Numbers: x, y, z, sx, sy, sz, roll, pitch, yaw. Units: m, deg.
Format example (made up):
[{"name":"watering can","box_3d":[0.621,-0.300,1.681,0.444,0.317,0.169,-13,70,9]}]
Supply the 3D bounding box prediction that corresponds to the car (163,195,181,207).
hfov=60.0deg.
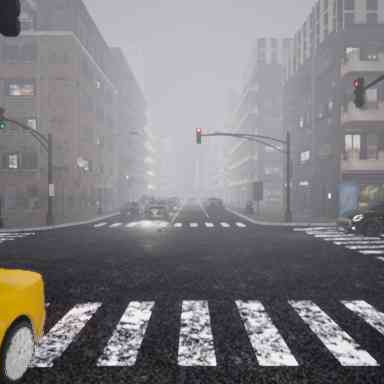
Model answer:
[{"name":"car","box_3d":[-3.117,1.568,49.879,1.994,1.385,4.181,0,0,0]}]

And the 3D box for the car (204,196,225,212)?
[{"name":"car","box_3d":[2.669,1.441,37.859,1.967,1.590,4.097,0,0,0]}]

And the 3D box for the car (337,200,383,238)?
[{"name":"car","box_3d":[9.388,1.145,15.878,4.553,1.767,2.097,-1,0,-1]}]

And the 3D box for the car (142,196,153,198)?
[{"name":"car","box_3d":[-5.711,1.526,37.682,1.752,1.417,4.829,0,0,0]}]

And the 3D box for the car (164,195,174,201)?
[{"name":"car","box_3d":[-5.739,1.573,83.311,2.008,1.369,4.403,0,0,0]}]

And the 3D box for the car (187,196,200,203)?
[{"name":"car","box_3d":[0.003,1.525,70.586,2.128,1.511,4.902,0,0,0]}]

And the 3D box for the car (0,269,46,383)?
[{"name":"car","box_3d":[-3.048,1.481,2.555,1.882,1.535,5.008,-1,0,3]}]

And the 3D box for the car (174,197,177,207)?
[{"name":"car","box_3d":[-3.121,1.602,39.901,1.895,1.301,4.718,0,0,0]}]

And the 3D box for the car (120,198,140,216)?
[{"name":"car","box_3d":[-5.708,1.566,32.170,1.947,1.339,4.313,0,0,0]}]

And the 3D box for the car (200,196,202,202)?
[{"name":"car","box_3d":[2.659,1.588,54.907,1.802,1.307,4.206,0,0,0]}]

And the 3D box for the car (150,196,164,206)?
[{"name":"car","box_3d":[-5.721,1.446,54.900,1.967,1.590,4.097,0,0,0]}]

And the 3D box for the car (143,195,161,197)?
[{"name":"car","box_3d":[-5.715,1.317,43.535,2.192,1.841,5.009,0,0,0]}]

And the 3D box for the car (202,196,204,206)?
[{"name":"car","box_3d":[2.665,1.442,43.542,1.967,1.590,4.097,0,0,0]}]

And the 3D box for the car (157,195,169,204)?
[{"name":"car","box_3d":[-5.728,1.452,66.265,1.967,1.590,4.097,0,0,0]}]

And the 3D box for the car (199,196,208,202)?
[{"name":"car","box_3d":[2.645,1.569,77.636,2.008,1.369,4.403,0,0,0]}]

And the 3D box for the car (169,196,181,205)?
[{"name":"car","box_3d":[-3.080,1.486,59.889,1.882,1.535,5.008,0,0,0]}]

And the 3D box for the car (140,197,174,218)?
[{"name":"car","box_3d":[-3.108,1.491,30.602,2.128,1.511,4.902,0,0,1]}]

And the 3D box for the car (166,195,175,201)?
[{"name":"car","box_3d":[-5.742,1.577,88.994,2.008,1.369,4.403,0,0,0]}]
